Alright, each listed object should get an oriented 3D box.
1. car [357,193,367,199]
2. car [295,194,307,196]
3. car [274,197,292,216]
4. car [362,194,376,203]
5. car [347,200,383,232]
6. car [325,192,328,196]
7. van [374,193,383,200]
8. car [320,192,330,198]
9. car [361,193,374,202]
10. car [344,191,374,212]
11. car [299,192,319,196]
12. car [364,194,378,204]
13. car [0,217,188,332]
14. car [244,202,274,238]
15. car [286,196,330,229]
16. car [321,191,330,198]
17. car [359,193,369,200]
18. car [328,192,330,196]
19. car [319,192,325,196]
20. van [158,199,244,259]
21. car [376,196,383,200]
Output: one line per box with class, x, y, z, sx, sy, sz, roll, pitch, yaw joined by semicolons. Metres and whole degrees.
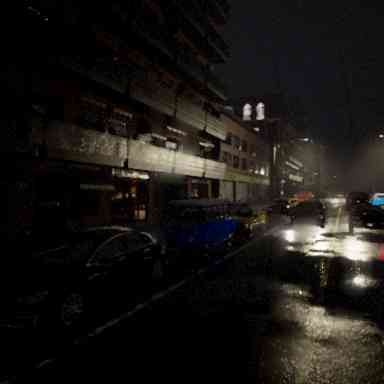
car;42.908;0.912;84.108;2.008;1.369;4.403;2;1;25
car;9.576;1.184;31.826;1.752;1.417;4.829;2;1;25
car;7.314;1.250;26.921;2.008;1.369;4.403;2;1;25
car;31.247;1.109;58.819;1.887;1.381;4.507;2;1;25
car;9.609;1.383;18.190;1.812;1.442;4.674;1;1;25
car;25.970;0.952;67.386;1.802;1.307;4.206;2;1;25
van;21.925;1.069;38.584;1.690;1.788;3.998;2;1;25
car;32.967;0.814;82.559;1.947;1.339;4.313;2;1;25
car;33.583;0.963;63.875;1.967;1.590;4.097;2;1;25
car;16.624;0.955;33.379;2.150;2.045;5.566;1;1;25
car;14.317;0.889;42.091;2.192;1.841;5.009;2;1;25
car;28.987;1.129;53.915;1.752;1.417;4.829;2;1;25
car;-2.014;1.419;6.691;2.008;1.369;4.403;2;1;25
car;2.581;1.310;16.652;1.752;1.417;4.829;2;1;25
car;7.273;1.270;20.432;1.882;1.535;5.008;1;1;25
car;35.302;0.648;87.615;1.967;1.590;4.097;2;1;25
car;38.244;0.987;73.993;1.887;1.381;4.507;2;1;25
car;30.635;0.833;77.501;1.887;1.381;4.507;2;1;25
car;21.306;0.996;57.269;1.887;1.381;4.507;2;1;25
van;0.325;1.167;11.745;1.690;1.788;3.998;2;1;25
car;17.327;1.335;28.625;1.752;1.417;4.829;2;1;25
